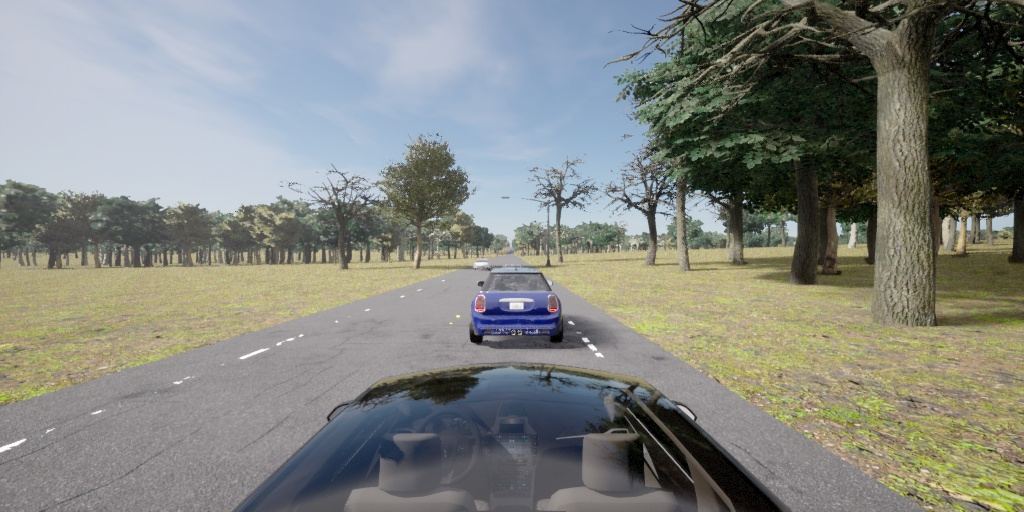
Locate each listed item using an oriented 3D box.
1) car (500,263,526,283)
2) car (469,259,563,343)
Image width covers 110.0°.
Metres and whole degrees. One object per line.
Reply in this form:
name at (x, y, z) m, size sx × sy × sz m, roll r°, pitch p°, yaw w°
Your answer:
car at (0.068, 1.256, 27.922) m, size 1.895 × 1.301 × 4.718 m, roll 0°, pitch 0°, yaw 0°
car at (0.088, 1.085, 9.819) m, size 2.097 × 1.767 × 4.553 m, roll 0°, pitch 0°, yaw 0°
